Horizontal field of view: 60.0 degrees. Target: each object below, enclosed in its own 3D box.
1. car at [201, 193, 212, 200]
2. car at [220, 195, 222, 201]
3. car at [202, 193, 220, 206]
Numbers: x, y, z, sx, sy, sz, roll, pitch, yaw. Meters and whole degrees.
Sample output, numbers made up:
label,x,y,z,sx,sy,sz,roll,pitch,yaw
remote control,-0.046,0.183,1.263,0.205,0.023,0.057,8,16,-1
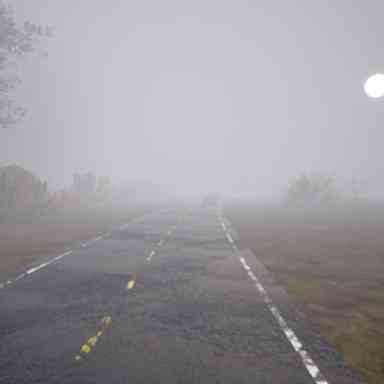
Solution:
label,x,y,z,sx,sy,sz,roll,pitch,yaw
car,3.330,0.894,74.973,1.837,1.490,4.892,0,0,10
car,4.840,1.038,64.725,1.994,1.385,4.181,0,0,9
car,2.621,1.178,47.344,1.994,1.385,4.181,0,0,6
